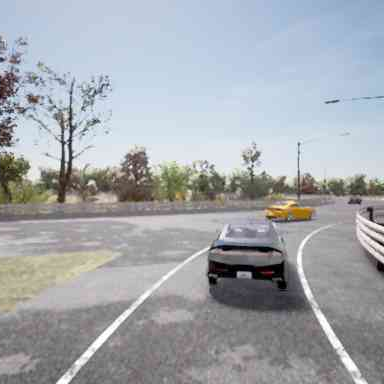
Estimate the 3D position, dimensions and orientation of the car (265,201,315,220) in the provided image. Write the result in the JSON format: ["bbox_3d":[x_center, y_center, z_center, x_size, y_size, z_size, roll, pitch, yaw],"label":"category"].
[{"bbox_3d":[8.018,1.510,26.933,5.008,1.535,1.882,0,0,-37],"label":"car"}]

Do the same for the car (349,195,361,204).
[{"bbox_3d":[31.623,1.455,64.486,2.097,1.767,4.553,0,0,27],"label":"car"}]

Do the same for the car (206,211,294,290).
[{"bbox_3d":[1.621,1.500,9.216,2.128,1.511,4.902,0,0,13],"label":"car"}]
